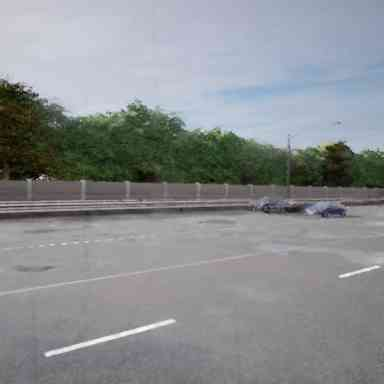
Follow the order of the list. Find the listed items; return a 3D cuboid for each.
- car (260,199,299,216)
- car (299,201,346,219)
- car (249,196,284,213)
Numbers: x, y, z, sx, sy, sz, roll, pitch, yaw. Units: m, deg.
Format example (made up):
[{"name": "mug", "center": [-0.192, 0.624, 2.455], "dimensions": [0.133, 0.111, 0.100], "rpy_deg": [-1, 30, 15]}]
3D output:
[{"name": "car", "center": [9.041, 1.575, 31.778], "dimensions": [4.718, 1.301, 1.895], "rpy_deg": [0, 0, -37]}, {"name": "car", "center": [11.938, 1.524, 29.581], "dimensions": [4.674, 1.442, 1.812], "rpy_deg": [0, 0, -37]}, {"name": "car", "center": [8.153, 1.235, 35.495], "dimensions": [4.553, 1.767, 2.097], "rpy_deg": [-2, 2, -37]}]
